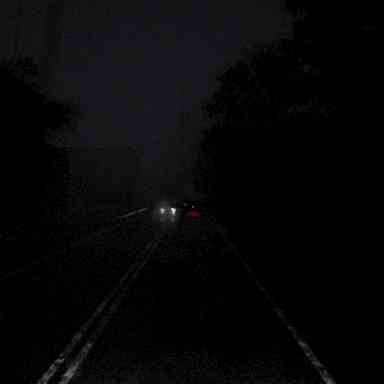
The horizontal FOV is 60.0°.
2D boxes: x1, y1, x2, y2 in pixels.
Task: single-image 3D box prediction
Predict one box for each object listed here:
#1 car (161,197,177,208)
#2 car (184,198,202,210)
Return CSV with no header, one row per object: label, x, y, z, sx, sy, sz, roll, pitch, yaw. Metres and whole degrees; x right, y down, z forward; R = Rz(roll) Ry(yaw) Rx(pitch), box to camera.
car,-3.218,1.497,46.250,1.812,1.442,4.674,0,0,1
car,0.134,1.465,41.275,1.837,1.490,4.892,0,0,0
